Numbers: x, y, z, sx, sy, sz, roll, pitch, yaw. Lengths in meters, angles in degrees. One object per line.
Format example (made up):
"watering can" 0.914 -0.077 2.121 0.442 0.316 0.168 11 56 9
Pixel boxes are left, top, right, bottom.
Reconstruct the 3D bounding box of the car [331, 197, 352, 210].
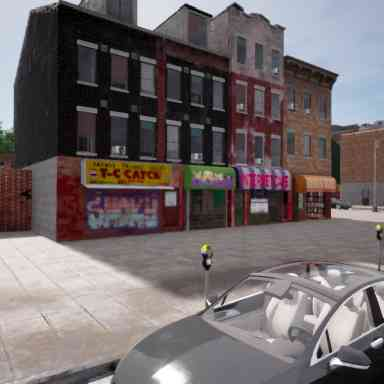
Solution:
"car" 16.642 1.383 39.968 1.837 1.490 4.892 0 0 -36

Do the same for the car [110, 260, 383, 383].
"car" 1.276 1.552 3.709 4.403 1.369 2.008 0 0 -35
